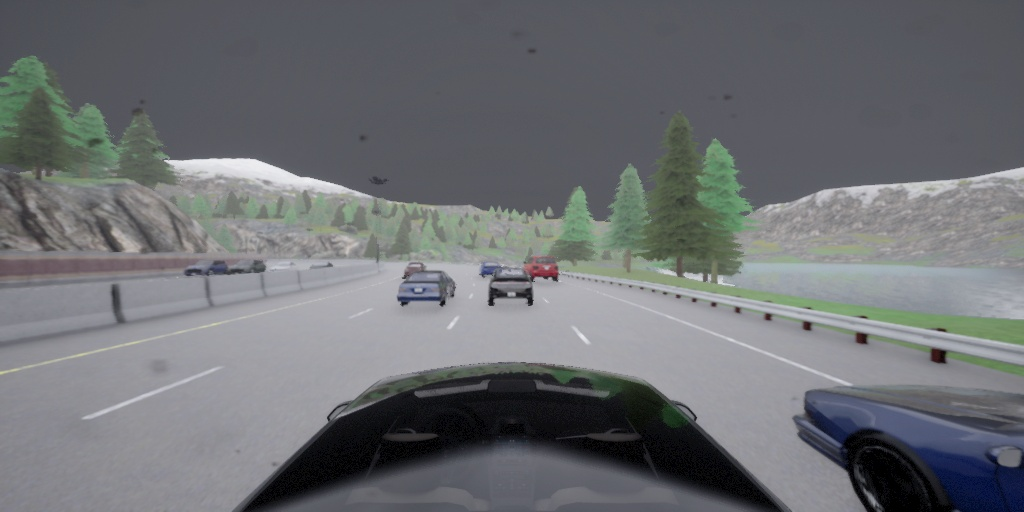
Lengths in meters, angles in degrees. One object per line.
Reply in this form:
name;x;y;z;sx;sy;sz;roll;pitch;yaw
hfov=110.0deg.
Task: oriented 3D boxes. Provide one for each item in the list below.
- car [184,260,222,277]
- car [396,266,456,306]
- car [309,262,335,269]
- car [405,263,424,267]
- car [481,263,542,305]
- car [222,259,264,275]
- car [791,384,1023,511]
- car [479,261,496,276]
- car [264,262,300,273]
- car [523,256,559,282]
car;-31.319;1.169;36.922;2.097;1.767;4.553;0;0;-12
car;-3.623;1.325;15.911;2.033;1.411;5.357;0;0;-3
car;-21.388;1.350;40.587;1.812;1.442;4.674;0;0;-13
car;-9.072;1.337;33.825;1.812;1.442;4.674;0;0;-10
car;-0.123;1.270;16.308;2.128;1.511;4.902;0;0;-2
car;-27.988;1.171;38.029;2.097;1.767;4.553;0;0;-12
car;3.601;1.296;0.926;2.033;1.411;5.357;0;0;0
car;-2.247;1.294;35.795;1.882;1.535;5.008;0;0;-10
car;-24.596;1.347;38.895;1.812;1.442;4.674;0;0;-13
car;2.247;1.026;29.424;2.150;2.045;5.566;0;0;-7
